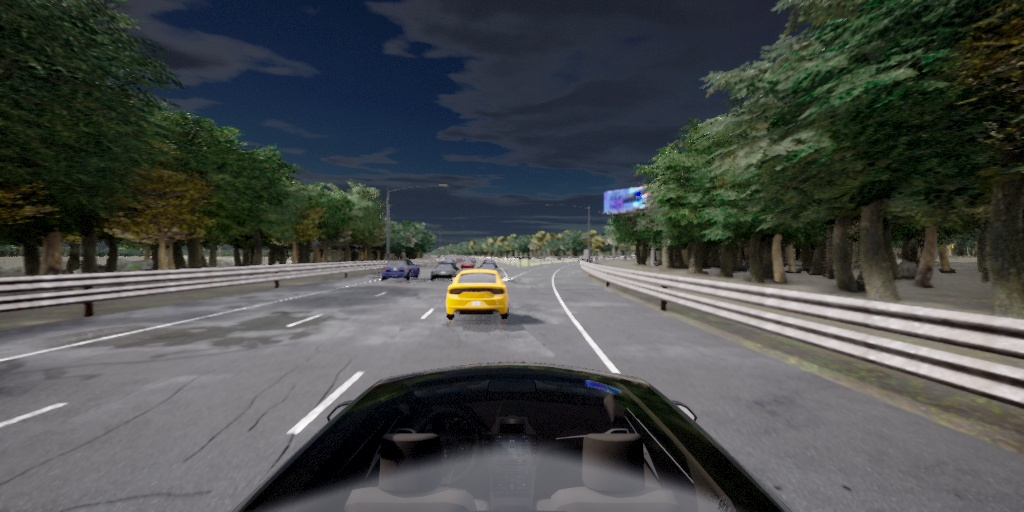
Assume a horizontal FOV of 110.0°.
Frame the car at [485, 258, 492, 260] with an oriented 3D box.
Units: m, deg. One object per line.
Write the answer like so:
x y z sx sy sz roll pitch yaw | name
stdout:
-2.950 1.227 48.356 2.033 1.411 5.357 0 0 -3 | car

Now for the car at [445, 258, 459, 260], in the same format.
-10.538 1.223 60.245 2.033 1.411 5.357 0 0 -5 | car

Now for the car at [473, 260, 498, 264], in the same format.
-2.061 1.259 31.273 1.994 1.385 4.181 0 0 -3 | car

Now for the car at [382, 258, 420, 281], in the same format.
-8.856 1.029 28.945 2.097 1.767 4.553 0 0 -3 | car

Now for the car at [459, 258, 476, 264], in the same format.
-6.799 1.240 55.578 1.994 1.385 4.181 0 0 -4 | car

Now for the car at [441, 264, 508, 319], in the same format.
-1.148 1.207 12.785 1.882 1.535 5.008 0 0 -3 | car

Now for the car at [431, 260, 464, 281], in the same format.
-5.373 1.248 29.415 1.994 1.385 4.181 0 0 -3 | car
